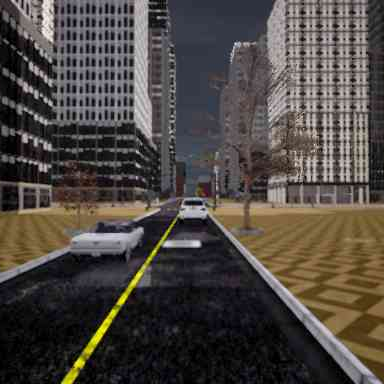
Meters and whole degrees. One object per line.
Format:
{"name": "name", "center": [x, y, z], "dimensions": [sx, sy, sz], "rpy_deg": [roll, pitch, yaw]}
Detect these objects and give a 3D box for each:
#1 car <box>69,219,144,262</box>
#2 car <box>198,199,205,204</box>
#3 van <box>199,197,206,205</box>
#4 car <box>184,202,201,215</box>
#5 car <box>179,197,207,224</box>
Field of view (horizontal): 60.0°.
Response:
{"name": "car", "center": [-3.108, 1.753, 12.977], "dimensions": [1.895, 1.301, 4.718], "rpy_deg": [0, -1, 0]}
{"name": "car", "center": [2.525, 2.593, 92.099], "dimensions": [1.887, 1.381, 4.507], "rpy_deg": [0, -1, 0]}
{"name": "van", "center": [2.601, 2.327, 86.563], "dimensions": [1.690, 1.788, 3.998], "rpy_deg": [0, -1, 0]}
{"name": "car", "center": [0.054, 2.021, 41.113], "dimensions": [2.033, 1.411, 5.357], "rpy_deg": [0, -1, 0]}
{"name": "car", "center": [0.071, 1.546, 28.218], "dimensions": [2.150, 2.045, 5.566], "rpy_deg": [0, -1, -1]}
